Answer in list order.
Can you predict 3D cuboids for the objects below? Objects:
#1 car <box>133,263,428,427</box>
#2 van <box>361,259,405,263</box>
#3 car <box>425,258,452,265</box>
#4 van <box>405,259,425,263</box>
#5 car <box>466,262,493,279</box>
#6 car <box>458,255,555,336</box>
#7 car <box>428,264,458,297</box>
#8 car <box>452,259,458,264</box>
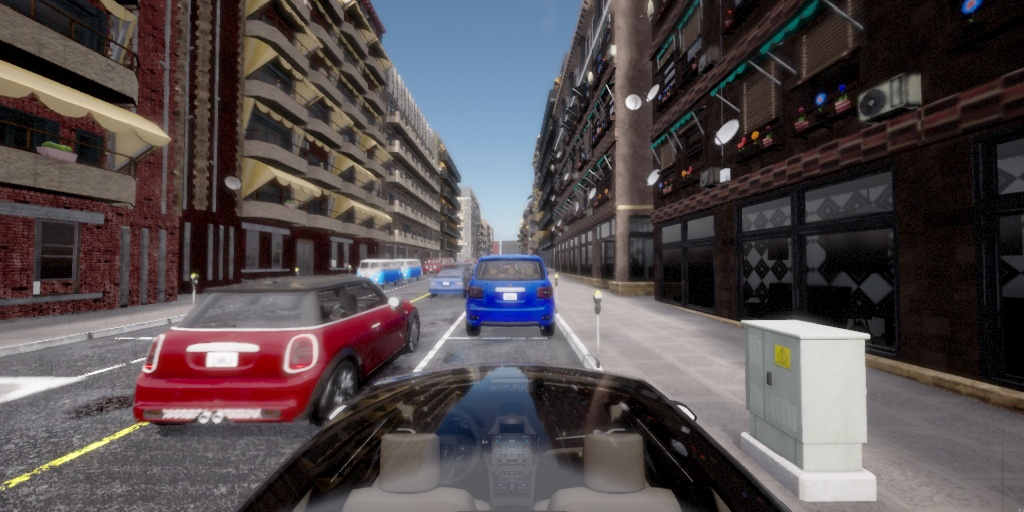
[{"bbox_3d":[-3.020,1.104,5.863,2.097,1.767,4.553,0,0,0],"label":"car"},{"bbox_3d":[-8.335,1.108,22.603,1.690,1.789,3.998,0,0,0],"label":"van"},{"bbox_3d":[-8.335,1.115,39.194,2.192,1.841,5.009,0,0,0],"label":"car"},{"bbox_3d":[-8.335,1.118,28.134,1.690,1.789,3.998,0,0,0],"label":"van"},{"bbox_3d":[-2.997,1.336,33.937,2.033,1.411,5.357,0,0,1],"label":"car"},{"bbox_3d":[-0.039,0.983,10.533,2.150,2.045,5.566,0,0,0],"label":"car"},{"bbox_3d":[-2.997,1.310,18.943,2.033,1.411,5.357,0,0,1],"label":"car"},{"bbox_3d":[-5.821,1.376,43.680,1.994,1.385,4.181,0,0,1],"label":"car"}]
